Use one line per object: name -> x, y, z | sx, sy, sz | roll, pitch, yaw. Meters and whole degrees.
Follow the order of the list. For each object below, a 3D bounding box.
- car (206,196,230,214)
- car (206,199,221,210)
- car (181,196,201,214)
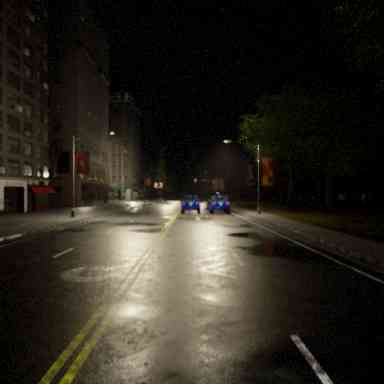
car -> 3.116, 1.448, 38.577 | 2.150, 2.045, 5.566 | 0, 0, 0
car -> 3.080, 1.791, 49.095 | 1.837, 1.490, 4.892 | 0, 0, 0
car -> -0.133, 1.450, 38.565 | 2.150, 2.045, 5.566 | 0, 0, 0
